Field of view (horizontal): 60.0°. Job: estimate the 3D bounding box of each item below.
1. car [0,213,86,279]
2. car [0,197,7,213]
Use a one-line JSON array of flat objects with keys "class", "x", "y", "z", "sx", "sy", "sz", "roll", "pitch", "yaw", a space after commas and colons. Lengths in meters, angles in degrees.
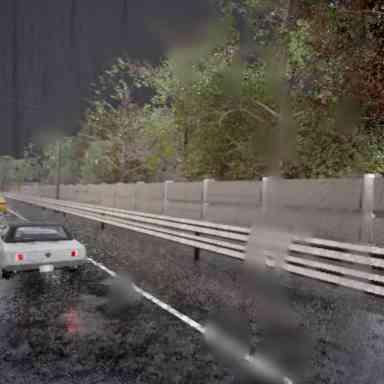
[{"class": "car", "x": -4.710, "y": 1.529, "z": 9.889, "sx": 1.895, "sy": 1.301, "sz": 4.718, "roll": 2, "pitch": -1, "yaw": -33}, {"class": "car", "x": -17.886, "y": 1.142, "z": 29.956, "sx": 1.882, "sy": 1.535, "sz": 5.008, "roll": 2, "pitch": -1, "yaw": -33}]
